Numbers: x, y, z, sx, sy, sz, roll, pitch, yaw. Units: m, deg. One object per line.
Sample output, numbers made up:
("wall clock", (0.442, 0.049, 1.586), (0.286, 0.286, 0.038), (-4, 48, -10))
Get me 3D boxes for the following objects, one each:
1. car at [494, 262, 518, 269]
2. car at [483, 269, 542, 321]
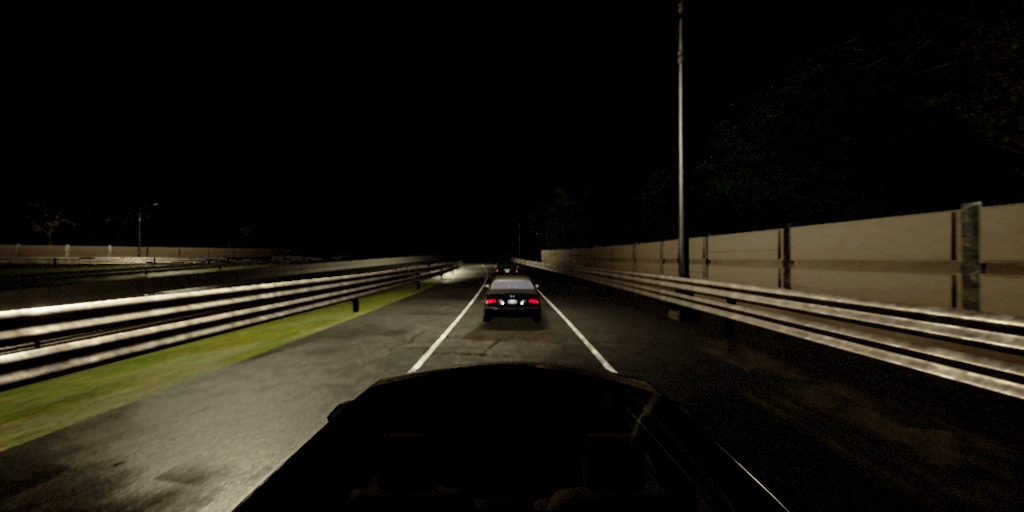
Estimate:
("car", (-0.500, 1.271, 31.054), (2.097, 1.767, 4.553), (0, 0, -2))
("car", (0.009, 1.364, 12.733), (2.033, 1.411, 5.357), (0, 0, 0))
